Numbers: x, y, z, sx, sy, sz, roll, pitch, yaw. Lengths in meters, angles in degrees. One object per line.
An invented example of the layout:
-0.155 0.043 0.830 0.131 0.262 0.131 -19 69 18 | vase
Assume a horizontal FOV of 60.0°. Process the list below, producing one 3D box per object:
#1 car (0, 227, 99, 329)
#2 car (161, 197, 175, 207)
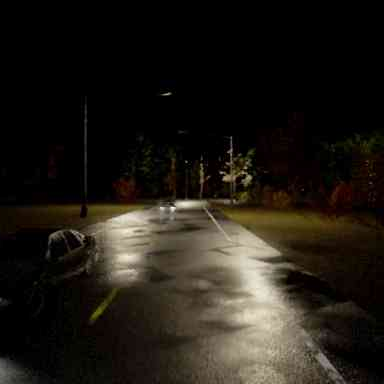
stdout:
-3.599 1.548 7.463 2.033 1.411 5.357 0 0 0 | car
-3.550 1.474 50.042 1.837 1.490 4.892 0 0 0 | car
